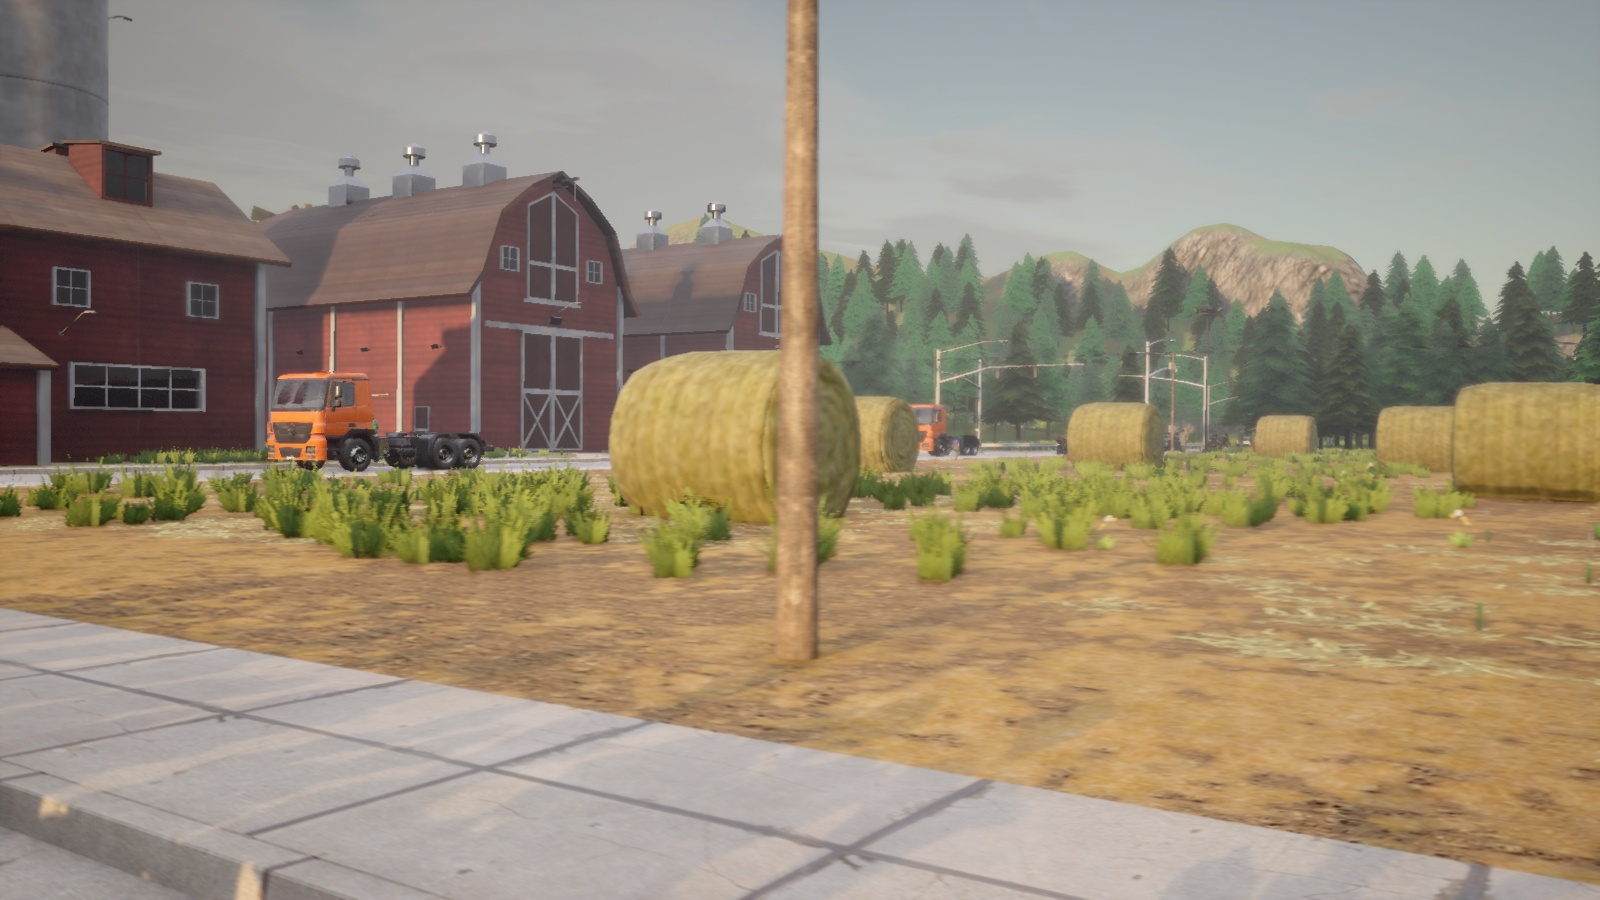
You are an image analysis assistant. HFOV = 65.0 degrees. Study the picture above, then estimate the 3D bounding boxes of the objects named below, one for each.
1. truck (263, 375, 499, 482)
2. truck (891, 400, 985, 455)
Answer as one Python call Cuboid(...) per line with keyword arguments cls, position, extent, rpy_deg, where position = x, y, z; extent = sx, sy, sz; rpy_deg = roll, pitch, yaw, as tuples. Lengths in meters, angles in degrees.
Cuboid(cls="truck", position=(-14.772, -0.758, 44.968), extent=(2.891, 3.462, 7.936), rpy_deg=(0, 1, 32))
Cuboid(cls="truck", position=(9.180, -1.500, 82.569), extent=(2.891, 3.462, 7.936), rpy_deg=(0, 1, 33))
